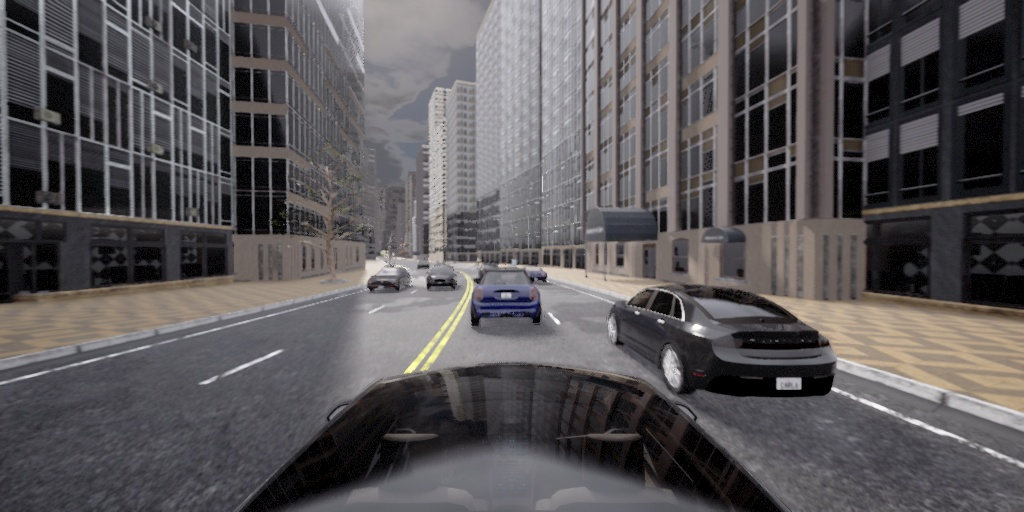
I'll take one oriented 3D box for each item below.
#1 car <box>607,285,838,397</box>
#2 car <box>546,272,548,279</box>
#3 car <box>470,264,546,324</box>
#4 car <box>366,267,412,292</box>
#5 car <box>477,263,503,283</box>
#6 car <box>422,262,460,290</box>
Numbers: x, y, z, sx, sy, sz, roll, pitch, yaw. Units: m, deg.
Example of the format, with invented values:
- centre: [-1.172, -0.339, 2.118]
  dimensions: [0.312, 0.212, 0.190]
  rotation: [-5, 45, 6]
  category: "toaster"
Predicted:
- centre: [3.210, 1.272, 6.654]
  dimensions: [1.837, 1.490, 4.892]
  rotation: [0, 0, -1]
  category: "car"
- centre: [1.521, 1.480, 29.458]
  dimensions: [1.895, 1.301, 4.718]
  rotation: [0, 0, -7]
  category: "car"
- centre: [-0.263, 1.156, 12.339]
  dimensions: [2.097, 1.767, 4.553]
  rotation: [0, 0, -3]
  category: "car"
- centre: [-7.764, 1.432, 23.170]
  dimensions: [2.033, 1.411, 5.357]
  rotation: [0, 0, -6]
  category: "car"
- centre: [-1.980, 1.405, 31.051]
  dimensions: [1.837, 1.490, 4.892]
  rotation: [0, 0, -8]
  category: "car"
- centre: [-4.617, 1.383, 24.076]
  dimensions: [1.837, 1.490, 4.892]
  rotation: [0, 0, -6]
  category: "car"
